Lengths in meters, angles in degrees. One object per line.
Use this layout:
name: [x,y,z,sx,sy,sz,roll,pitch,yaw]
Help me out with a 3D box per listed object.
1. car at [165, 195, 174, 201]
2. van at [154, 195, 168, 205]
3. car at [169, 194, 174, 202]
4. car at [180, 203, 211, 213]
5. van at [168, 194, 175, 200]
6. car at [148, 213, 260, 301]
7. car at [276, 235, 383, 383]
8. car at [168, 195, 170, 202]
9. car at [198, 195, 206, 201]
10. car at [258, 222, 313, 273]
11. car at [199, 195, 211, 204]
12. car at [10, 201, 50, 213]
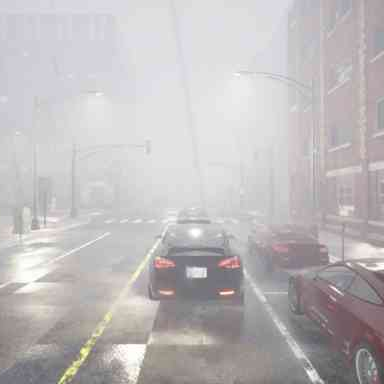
car: [-5.822,1.582,87.873,2.008,1.369,4.403,1,0,0]
van: [-5.773,1.359,59.612,1.690,1.788,3.998,1,0,0]
car: [-5.804,1.607,76.568,1.802,1.307,4.206,1,0,0]
car: [0.072,1.552,17.648,2.033,1.411,5.357,0,0,-1]
van: [-5.828,1.376,93.526,1.690,1.788,3.998,1,0,0]
car: [0.086,1.506,8.376,2.163,1.488,4.792,0,0,0]
car: [2.660,1.583,4.677,1.802,1.307,4.206,1,0,0]
car: [-5.785,1.603,65.264,1.802,1.307,4.206,1,0,0]
car: [2.558,1.597,87.848,1.947,1.339,4.313,1,0,0]
car: [2.820,1.585,10.333,1.802,1.307,4.206,1,0,0]
car: [2.604,1.544,59.757,1.752,1.417,4.829,1,0,0]
car: [-18.774,1.730,38.681,4.313,1.339,1.947,0,-1,0]
